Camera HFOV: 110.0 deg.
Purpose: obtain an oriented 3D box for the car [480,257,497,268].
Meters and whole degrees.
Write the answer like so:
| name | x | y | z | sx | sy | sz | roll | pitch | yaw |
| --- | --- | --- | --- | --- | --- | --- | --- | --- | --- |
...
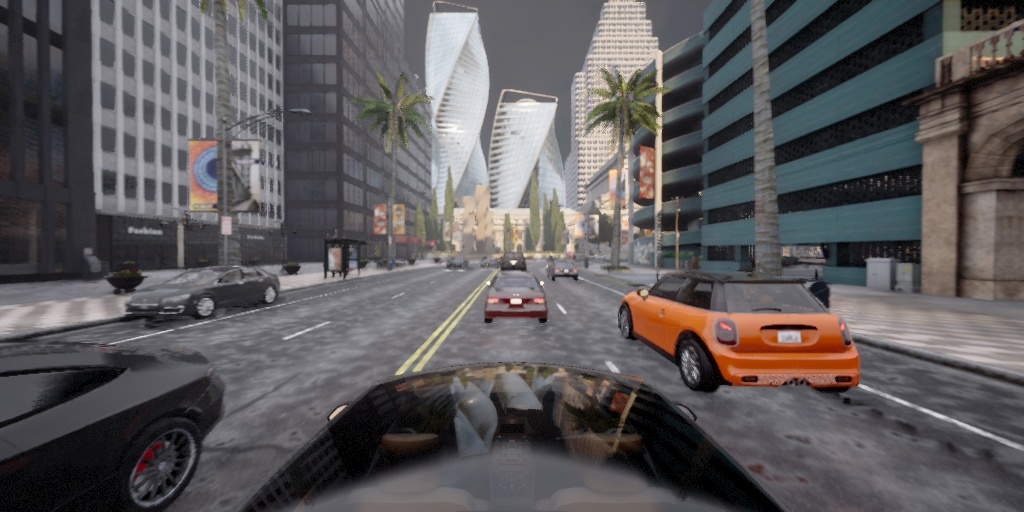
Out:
| name | x | y | z | sx | sy | sz | roll | pitch | yaw |
| --- | --- | --- | --- | --- | --- | --- | --- | --- | --- |
| car | -2.548 | 0.806 | 44.805 | 1.994 | 1.385 | 4.181 | 0 | 1 | 12 |

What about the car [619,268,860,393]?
| name | x | y | z | sx | sy | sz | roll | pitch | yaw |
| --- | --- | --- | --- | --- | --- | --- | --- | --- | --- |
| car | 3.603 | 1.045 | 6.781 | 2.097 | 1.767 | 4.553 | 0 | 1 | 0 |

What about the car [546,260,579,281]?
| name | x | y | z | sx | sy | sz | roll | pitch | yaw |
| --- | --- | --- | --- | --- | --- | --- | --- | --- | --- |
| car | 3.620 | 1.009 | 26.391 | 2.033 | 1.411 | 5.357 | 0 | 1 | 0 |

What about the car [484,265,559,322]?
| name | x | y | z | sx | sy | sz | roll | pitch | yaw |
| --- | --- | --- | --- | --- | --- | --- | --- | --- | --- |
| car | 0.106 | 1.180 | 11.707 | 2.033 | 1.411 | 5.357 | 0 | 1 | 0 |

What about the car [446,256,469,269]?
| name | x | y | z | sx | sy | sz | roll | pitch | yaw |
| --- | --- | --- | --- | --- | --- | --- | --- | --- | --- |
| car | -6.384 | 0.769 | 42.654 | 1.837 | 1.490 | 4.892 | 0 | 1 | 7 |

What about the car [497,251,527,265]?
| name | x | y | z | sx | sy | sz | roll | pitch | yaw |
| --- | --- | --- | --- | --- | --- | --- | --- | --- | --- |
| car | 0.126 | 0.625 | 31.156 | 2.150 | 2.045 | 5.566 | 0 | 1 | 0 |

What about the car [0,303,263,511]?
| name | x | y | z | sx | sy | sz | roll | pitch | yaw |
| --- | --- | --- | --- | --- | --- | --- | --- | --- | --- |
| car | -3.602 | 1.276 | 1.511 | 1.812 | 1.442 | 4.674 | 0 | 1 | 0 |
